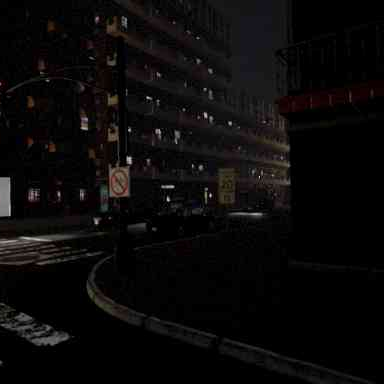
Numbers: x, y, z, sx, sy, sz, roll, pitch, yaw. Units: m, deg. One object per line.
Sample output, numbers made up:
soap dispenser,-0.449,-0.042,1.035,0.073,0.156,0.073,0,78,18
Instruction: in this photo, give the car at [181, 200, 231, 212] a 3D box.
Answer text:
car,1.404,1.574,28.608,1.895,1.301,4.718,-1,-1,36

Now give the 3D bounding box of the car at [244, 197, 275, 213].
car,7.458,1.478,37.012,1.812,1.442,4.674,-1,-1,36

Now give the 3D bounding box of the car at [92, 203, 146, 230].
car,-4.063,1.486,21.028,2.128,1.511,4.902,-1,-1,35

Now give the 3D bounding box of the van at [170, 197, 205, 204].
van,-0.330,1.365,30.425,1.690,1.788,3.998,-1,-1,36

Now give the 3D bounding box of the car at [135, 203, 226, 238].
car,-0.433,1.435,16.780,2.008,1.369,4.403,-1,-1,36

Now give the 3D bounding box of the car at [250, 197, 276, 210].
car,9.428,1.431,43.993,1.967,1.590,4.097,-1,-1,36

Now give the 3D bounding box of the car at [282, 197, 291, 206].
car,15.835,1.496,52.899,1.752,1.417,4.829,-1,-1,36
